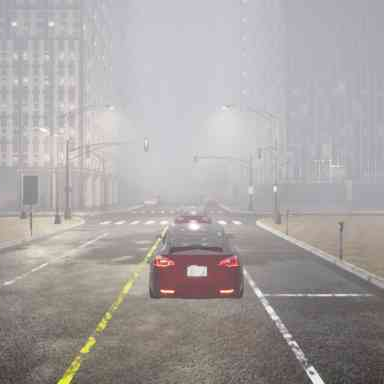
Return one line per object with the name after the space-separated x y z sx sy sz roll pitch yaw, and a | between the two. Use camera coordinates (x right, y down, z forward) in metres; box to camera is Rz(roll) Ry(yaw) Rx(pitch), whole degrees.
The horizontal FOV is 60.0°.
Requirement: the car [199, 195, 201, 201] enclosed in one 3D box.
2.665 1.497 53.895 2.008 1.369 4.403 0 0 0 | car

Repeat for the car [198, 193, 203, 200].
2.528 1.220 70.917 2.192 1.841 5.009 0 0 0 | car

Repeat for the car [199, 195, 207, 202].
2.513 1.415 76.762 1.752 1.417 4.829 0 0 0 | car

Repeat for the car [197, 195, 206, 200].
2.486 1.407 87.940 2.008 1.369 4.403 0 0 0 | car

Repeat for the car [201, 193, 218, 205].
2.710 1.398 48.216 1.967 1.590 4.097 0 0 0 | car

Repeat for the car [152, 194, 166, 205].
-5.913 1.261 53.875 2.192 1.841 5.009 0 0 0 | car

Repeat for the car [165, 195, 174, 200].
-5.894 1.407 87.928 2.008 1.369 4.403 0 0 0 | car

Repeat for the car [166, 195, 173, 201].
-5.868 1.435 76.577 1.887 1.381 4.507 0 0 0 | car

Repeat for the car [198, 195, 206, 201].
2.500 1.419 82.266 1.887 1.381 4.507 0 0 0 | car

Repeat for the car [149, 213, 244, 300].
0.079 1.502 8.457 2.163 1.488 4.792 0 0 0 | car

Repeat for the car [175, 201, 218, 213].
0.048 1.496 18.452 2.163 1.488 4.792 0 0 0 | car

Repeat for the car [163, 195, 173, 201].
-5.881 1.425 82.252 2.008 1.369 4.403 0 0 0 | car

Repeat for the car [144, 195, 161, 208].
-5.930 1.483 48.027 1.752 1.417 4.829 0 0 0 | car
